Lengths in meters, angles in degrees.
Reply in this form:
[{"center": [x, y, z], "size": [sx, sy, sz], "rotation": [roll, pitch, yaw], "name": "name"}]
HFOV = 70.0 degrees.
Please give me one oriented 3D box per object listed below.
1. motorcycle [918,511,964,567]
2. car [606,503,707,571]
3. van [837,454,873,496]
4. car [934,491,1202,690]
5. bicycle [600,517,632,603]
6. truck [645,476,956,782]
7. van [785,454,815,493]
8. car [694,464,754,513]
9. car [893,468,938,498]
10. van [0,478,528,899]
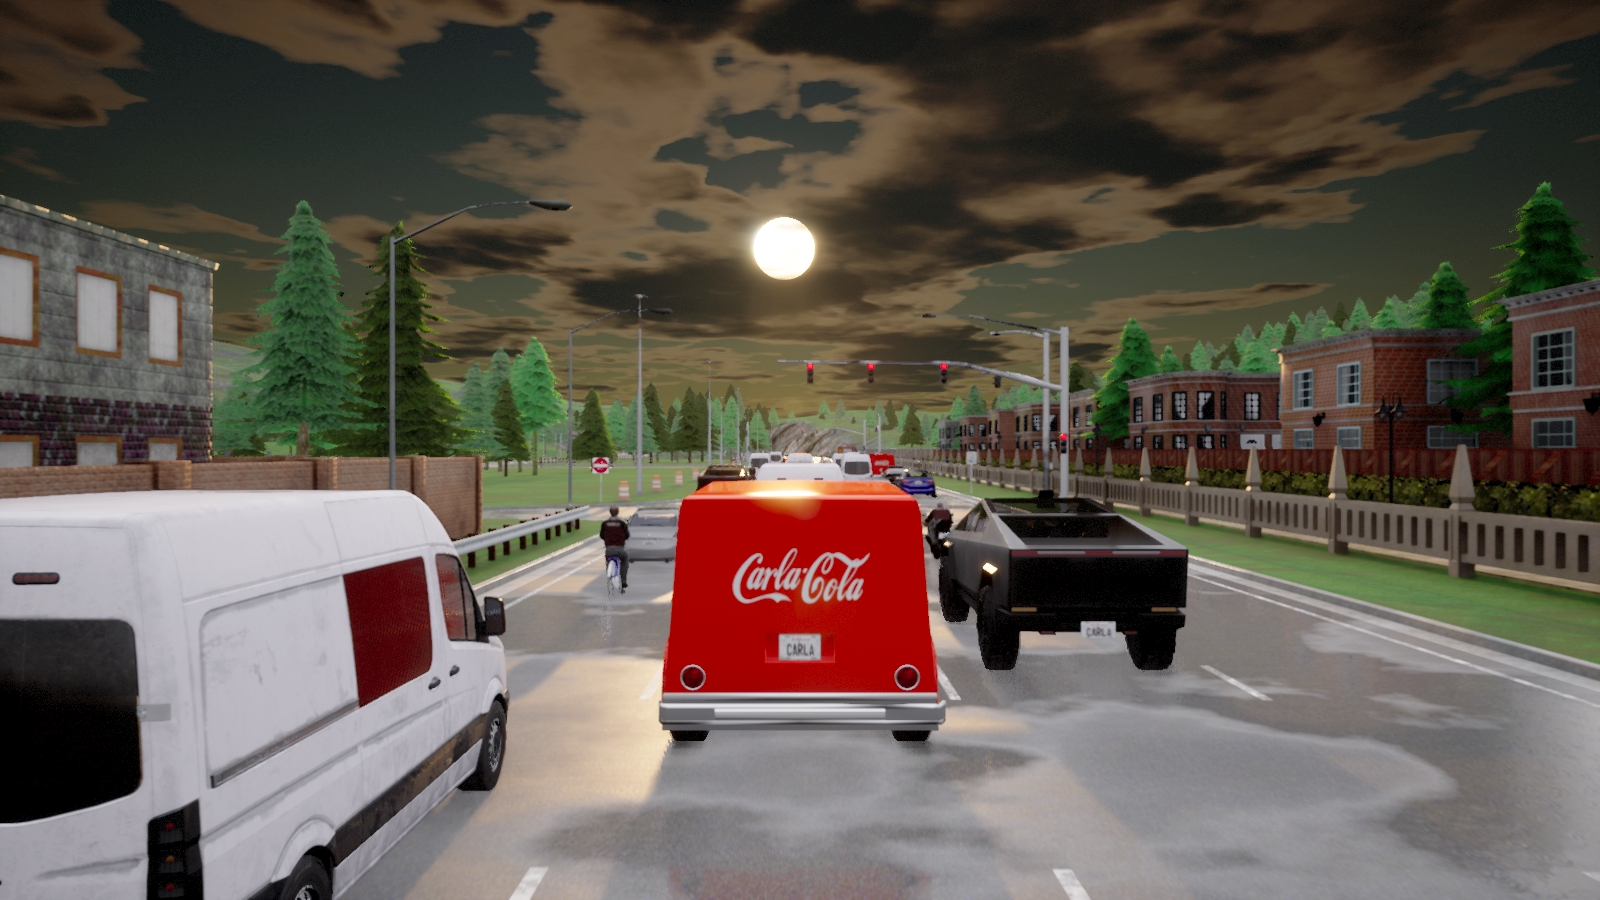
[{"center": [3.531, 2.212, 28.772], "size": [0.867, 1.251, 2.209], "rotation": [0, 0, 0], "name": "motorcycle"}, {"center": [-3.503, 2.126, 28.612], "size": [1.994, 1.385, 4.181], "rotation": [0, 0, 0], "name": "car"}, {"center": [3.495, 1.552, 73.330], "size": [1.988, 2.561, 5.915], "rotation": [0, 0, 0], "name": "van"}, {"center": [3.501, 1.758, 16.494], "size": [2.390, 2.098, 6.274], "rotation": [0, 0, 0], "name": "car"}, {"center": [-3.500, 2.066, 21.803], "size": [0.329, 1.471, 1.835], "rotation": [0, 0, 0], "name": "bicycle"}, {"center": [0.002, 1.572, 12.258], "size": [2.627, 2.467, 5.204], "rotation": [0, 0, 0], "name": "truck"}, {"center": [-0.004, 1.553, 78.304], "size": [1.988, 2.561, 5.915], "rotation": [0, 0, 0], "name": "van"}, {"center": [-3.501, 1.767, 53.864], "size": [2.390, 2.098, 6.274], "rotation": [0, 0, 0], "name": "car"}, {"center": [6.999, 1.984, 69.589], "size": [2.242, 1.667, 4.611], "rotation": [0, 0, 0], "name": "car"}, {"center": [-3.502, 1.536, 7.564], "size": [1.988, 2.561, 5.915], "rotation": [0, 0, 0], "name": "van"}]
